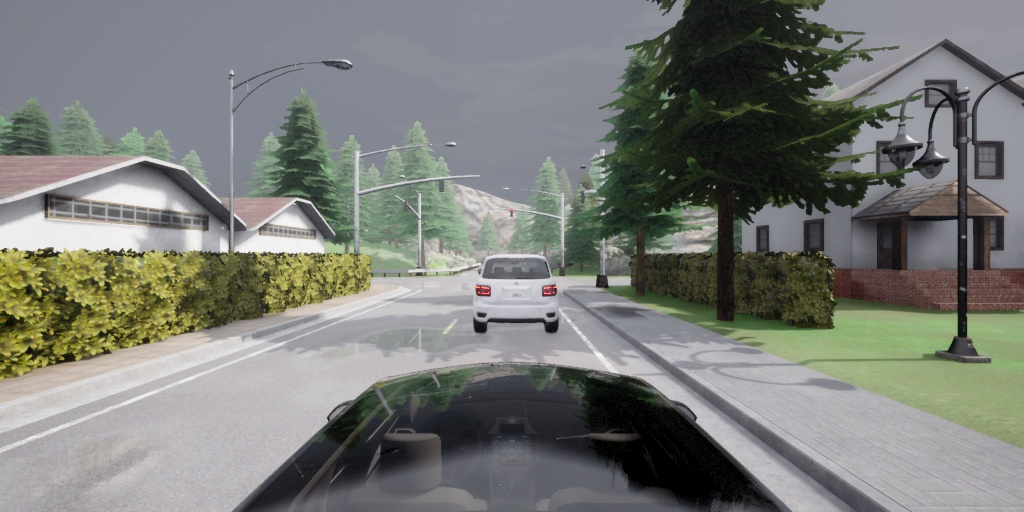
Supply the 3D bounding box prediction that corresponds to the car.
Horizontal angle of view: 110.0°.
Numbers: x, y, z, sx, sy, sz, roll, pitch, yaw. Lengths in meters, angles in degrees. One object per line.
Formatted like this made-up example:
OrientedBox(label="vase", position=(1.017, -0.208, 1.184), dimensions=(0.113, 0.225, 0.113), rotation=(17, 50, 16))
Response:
OrientedBox(label="car", position=(0.105, 0.971, 10.892), dimensions=(2.150, 2.045, 5.566), rotation=(0, 0, 0))
